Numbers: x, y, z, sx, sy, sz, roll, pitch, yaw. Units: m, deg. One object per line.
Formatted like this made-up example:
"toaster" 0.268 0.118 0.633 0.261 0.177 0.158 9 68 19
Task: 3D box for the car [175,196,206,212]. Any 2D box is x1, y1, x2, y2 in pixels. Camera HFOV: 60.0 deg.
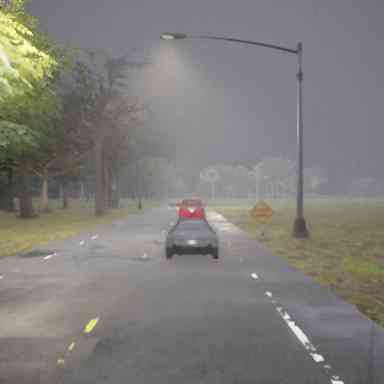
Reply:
"car" 0.002 1.527 27.609 2.150 2.045 5.566 0 0 0

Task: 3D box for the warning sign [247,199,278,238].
"warning sign" 3.527 1.299 16.773 1.300 1.860 1.060 -1 -2 0

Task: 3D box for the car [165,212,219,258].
"car" 0.019 1.712 13.436 1.994 1.385 4.181 0 -1 0

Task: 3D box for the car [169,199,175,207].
"car" -3.533 2.195 65.747 1.882 1.535 5.008 0 0 0
